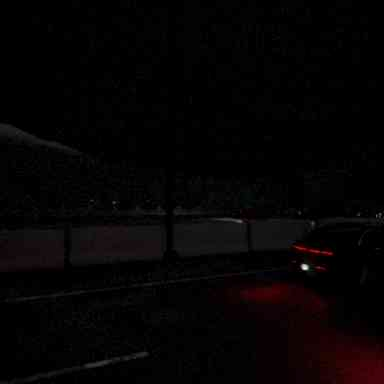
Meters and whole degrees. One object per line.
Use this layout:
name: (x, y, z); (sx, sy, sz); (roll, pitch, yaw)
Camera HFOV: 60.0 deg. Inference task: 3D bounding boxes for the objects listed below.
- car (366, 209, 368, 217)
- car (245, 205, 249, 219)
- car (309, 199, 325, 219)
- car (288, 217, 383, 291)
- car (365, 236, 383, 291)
car: (15.050, 1.759, 25.929); (4.553, 1.767, 2.097); (1, -1, -26)
car: (6.105, 1.929, 33.287); (4.674, 1.442, 1.812); (1, -1, -26)
car: (12.648, 1.694, 32.543); (5.566, 2.045, 2.150); (1, -1, -26)
car: (4.952, 1.612, 9.230); (4.892, 1.490, 1.837); (0, -1, -26)
car: (5.499, 1.549, 5.612); (5.008, 1.535, 1.882); (0, -1, -26)
